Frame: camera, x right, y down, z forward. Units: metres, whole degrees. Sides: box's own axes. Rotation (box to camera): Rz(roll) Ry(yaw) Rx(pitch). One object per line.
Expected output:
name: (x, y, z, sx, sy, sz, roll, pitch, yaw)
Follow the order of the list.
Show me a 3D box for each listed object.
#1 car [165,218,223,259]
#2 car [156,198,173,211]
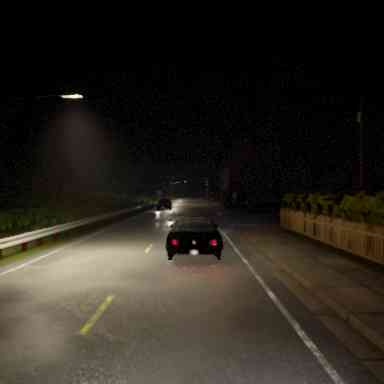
car: (0.084, 1.636, 12.794, 1.895, 1.301, 4.718, 0, 0, 0)
car: (-3.575, 1.625, 43.392, 1.837, 1.490, 4.892, 0, 0, 0)
